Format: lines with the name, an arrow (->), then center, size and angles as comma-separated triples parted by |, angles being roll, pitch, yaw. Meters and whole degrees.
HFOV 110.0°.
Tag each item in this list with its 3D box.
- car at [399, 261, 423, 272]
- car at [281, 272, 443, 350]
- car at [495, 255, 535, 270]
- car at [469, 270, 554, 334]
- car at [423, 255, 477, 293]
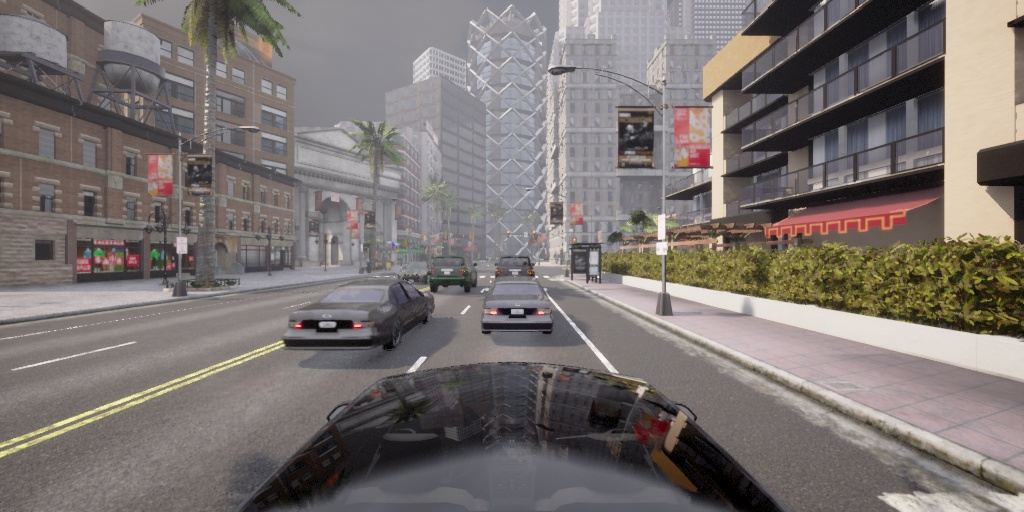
car -> -6.910, 1.154, 26.694 | 2.097, 1.767, 4.553 | 0, 0, 0
car -> -3.361, 1.297, 9.038 | 2.033, 1.411, 5.357 | 0, 0, 0
car -> 0.166, 0.971, 20.820 | 2.150, 2.045, 5.566 | 0, 0, 0
car -> 0.129, 1.297, 10.568 | 2.033, 1.411, 5.357 | 0, 0, 0
car -> -3.331, 0.972, 21.136 | 2.150, 2.045, 5.566 | 0, 0, 0
